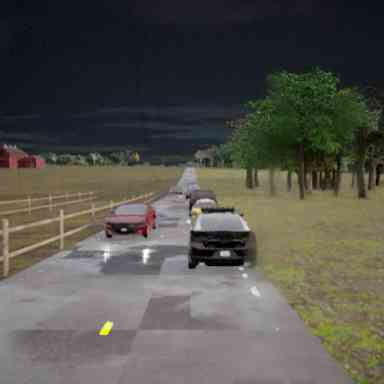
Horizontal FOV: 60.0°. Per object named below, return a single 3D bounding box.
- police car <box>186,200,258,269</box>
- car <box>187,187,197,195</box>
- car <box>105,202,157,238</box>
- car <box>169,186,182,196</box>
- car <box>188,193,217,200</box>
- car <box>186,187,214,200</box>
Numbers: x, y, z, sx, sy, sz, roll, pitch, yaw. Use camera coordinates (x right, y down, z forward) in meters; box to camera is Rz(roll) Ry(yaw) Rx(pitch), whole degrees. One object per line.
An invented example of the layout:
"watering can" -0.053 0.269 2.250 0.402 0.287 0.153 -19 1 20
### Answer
"police car" 0.828 1.300 10.912 1.930 1.638 5.238 0 1 0
"car" 0.016 -0.219 61.402 1.895 1.301 4.718 0 3 0
"car" -2.845 1.254 16.410 1.882 1.535 5.008 0 1 0
"car" -2.801 -0.293 57.871 2.097 1.767 4.553 0 3 0
"car" 0.830 1.132 20.988 1.801 1.575 5.366 0 1 0
"car" 0.832 0.748 26.818 2.150 2.045 5.566 0 2 0
